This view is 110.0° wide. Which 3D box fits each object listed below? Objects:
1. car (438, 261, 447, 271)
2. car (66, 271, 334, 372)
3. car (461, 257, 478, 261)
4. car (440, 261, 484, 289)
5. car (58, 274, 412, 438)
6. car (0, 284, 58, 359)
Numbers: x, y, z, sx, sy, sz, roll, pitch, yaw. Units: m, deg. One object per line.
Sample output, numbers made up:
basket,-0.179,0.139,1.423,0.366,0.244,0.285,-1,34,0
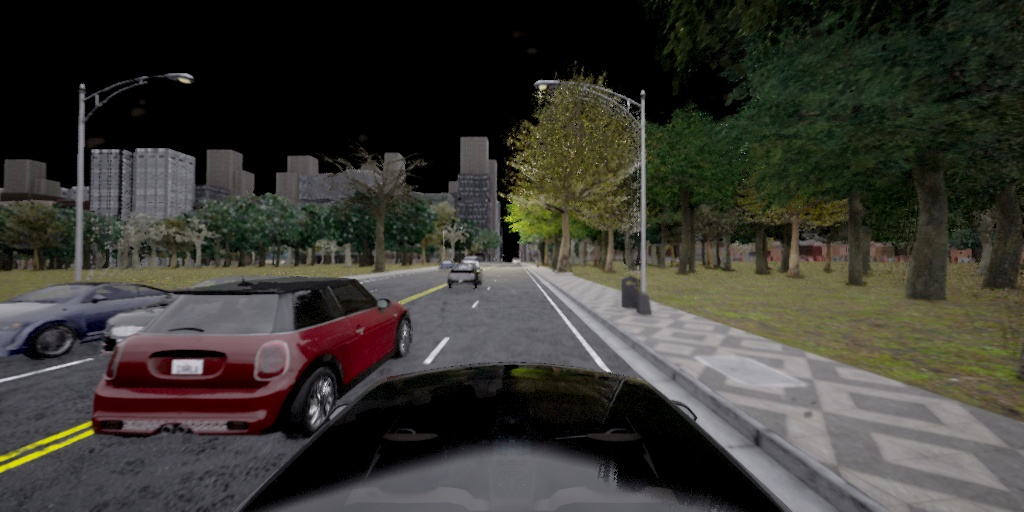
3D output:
car,-9.363,1.405,52.112,1.812,1.442,4.674,0,0,1
car,-6.552,1.232,8.589,2.128,1.511,4.902,0,0,1
car,-6.110,1.109,52.275,2.150,2.045,5.566,0,0,1
car,-2.966,1.267,23.410,2.128,1.511,4.902,0,0,1
car,-3.127,1.097,5.600,2.097,1.767,4.553,0,0,0
car,-9.806,1.296,8.187,1.994,1.385,4.181,0,0,1
